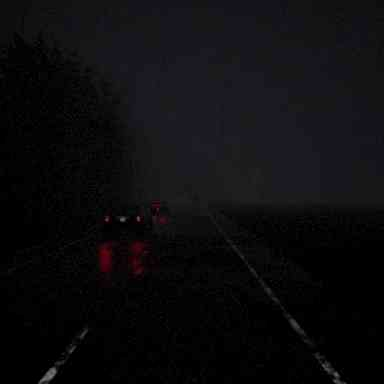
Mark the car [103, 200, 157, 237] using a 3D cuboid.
[{"bbox_3d":[-3.401,1.391,18.442,2.097,1.767,4.553,0,0,0],"label":"car"}]

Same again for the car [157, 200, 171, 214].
[{"bbox_3d":[-3.404,1.567,35.936,2.128,1.511,4.902,0,0,0],"label":"car"}]

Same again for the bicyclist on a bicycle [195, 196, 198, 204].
[{"bbox_3d":[0.959,1.599,68.451,0.582,1.620,1.656,0,-1,0],"label":"bicyclist on a bicycle"}]

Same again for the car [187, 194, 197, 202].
[{"bbox_3d":[-0.005,1.397,83.724,2.150,2.045,5.566,0,0,0],"label":"car"}]

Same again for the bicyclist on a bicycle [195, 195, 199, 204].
[{"bbox_3d":[0.959,1.498,59.733,0.659,1.776,1.843,0,0,0],"label":"bicyclist on a bicycle"}]
